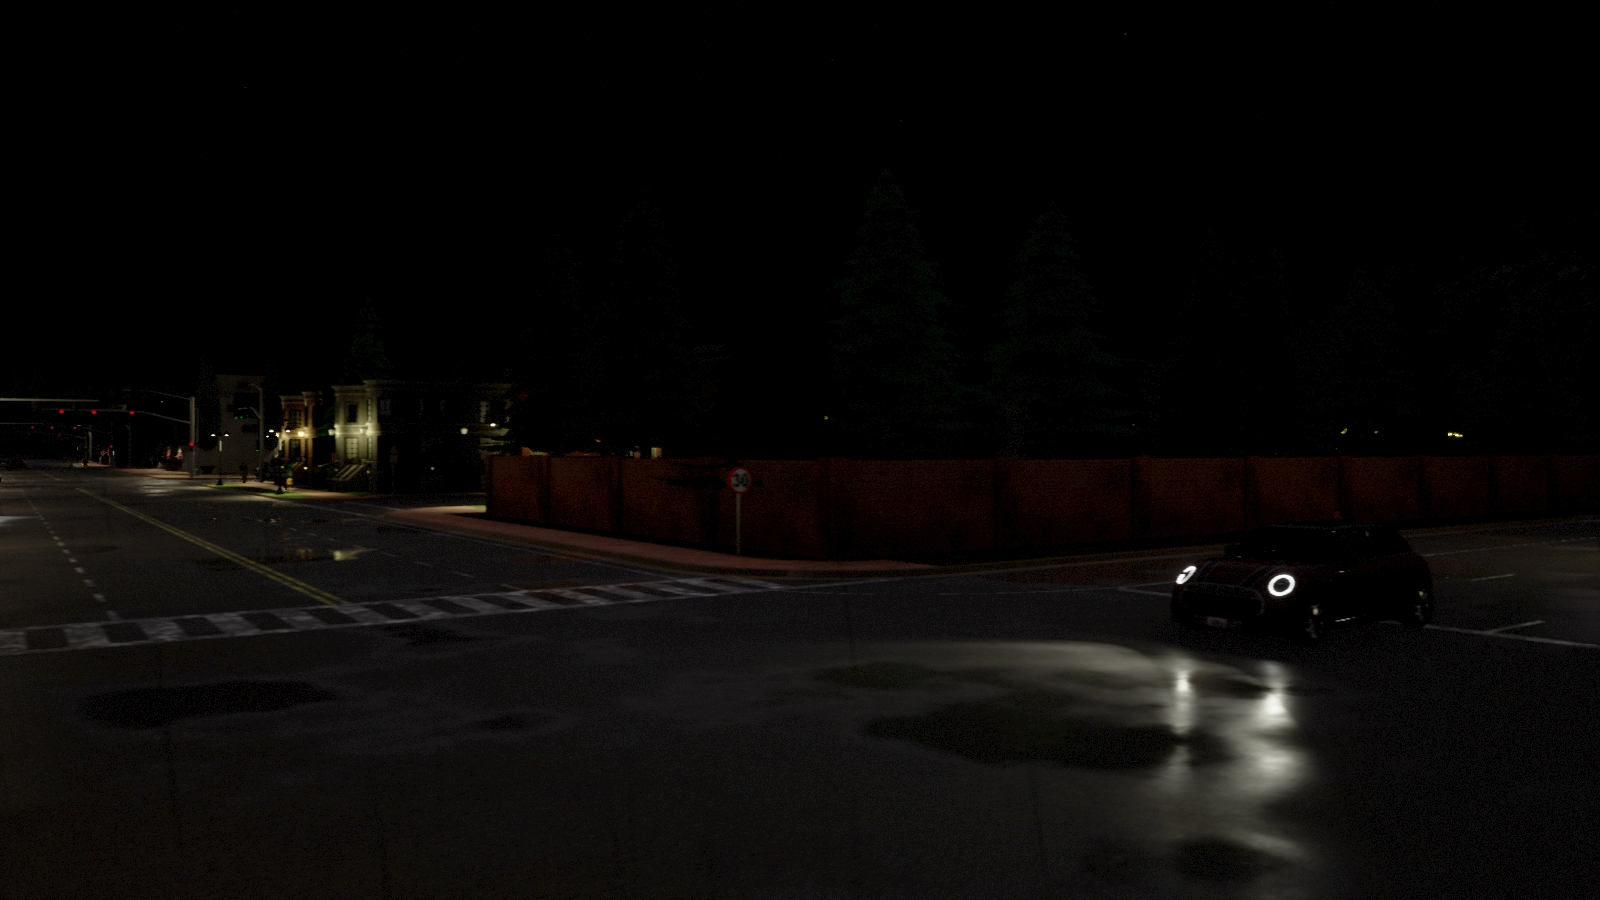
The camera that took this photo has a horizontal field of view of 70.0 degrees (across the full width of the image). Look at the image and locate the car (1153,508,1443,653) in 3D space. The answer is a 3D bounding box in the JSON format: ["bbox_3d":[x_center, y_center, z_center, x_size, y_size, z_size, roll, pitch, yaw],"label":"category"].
[{"bbox_3d":[7.832,1.905,17.838,4.553,1.767,2.097,0,0,-35],"label":"car"}]
